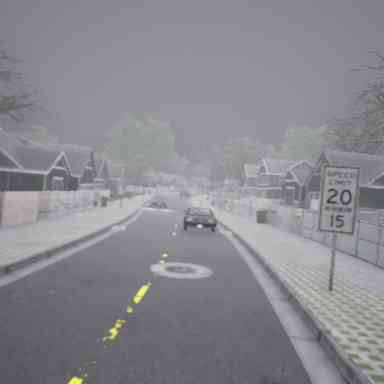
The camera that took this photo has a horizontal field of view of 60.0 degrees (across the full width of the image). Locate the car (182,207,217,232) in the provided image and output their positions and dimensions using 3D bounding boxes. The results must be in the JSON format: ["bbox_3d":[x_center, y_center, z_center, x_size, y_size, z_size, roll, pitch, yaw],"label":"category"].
[{"bbox_3d":[0.379,1.595,20.680,1.895,1.301,4.718,5,0,-2],"label":"car"}]

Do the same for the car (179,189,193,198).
[{"bbox_3d":[-1.677,0.265,79.124,2.150,2.045,5.566,5,1,4],"label":"car"}]

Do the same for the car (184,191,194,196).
[{"bbox_3d":[-0.807,0.381,89.848,1.895,1.301,4.718,5,1,7],"label":"car"}]

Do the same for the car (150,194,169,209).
[{"bbox_3d":[-3.919,1.078,39.685,1.837,1.490,4.892,5,0,-5],"label":"car"}]
